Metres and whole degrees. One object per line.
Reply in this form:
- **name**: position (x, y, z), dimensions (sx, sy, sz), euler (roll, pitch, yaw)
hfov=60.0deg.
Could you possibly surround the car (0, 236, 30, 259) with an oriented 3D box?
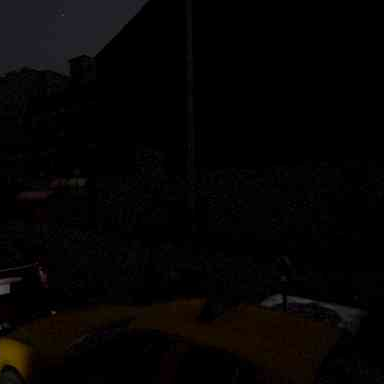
- **car**: position (-4.340, 1.442, 5.918), dimensions (4.097, 1.590, 1.967), euler (0, -1, 36)

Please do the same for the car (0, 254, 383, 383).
- **car**: position (0.002, 1.525, 2.821), dimensions (4.829, 1.417, 1.752), euler (0, -1, 36)
